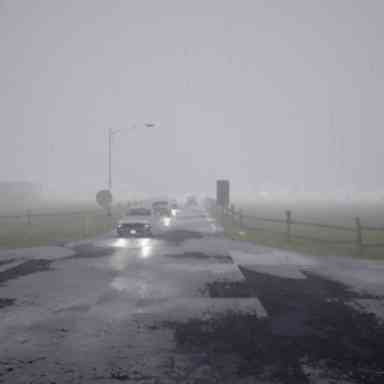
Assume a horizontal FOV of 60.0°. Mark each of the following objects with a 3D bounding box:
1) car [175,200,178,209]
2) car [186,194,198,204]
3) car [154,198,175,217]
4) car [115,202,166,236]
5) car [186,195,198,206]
[{"bbox_3d":[-2.828,1.535,43.768,1.994,1.385,4.181,0,0,0],"label":"car"},{"bbox_3d":[0.013,1.306,63.791,2.097,1.767,4.553,0,0,0],"label":"car"},{"bbox_3d":[-2.840,1.486,30.848,1.837,1.490,4.892,0,0,0],"label":"car"},{"bbox_3d":[-2.843,1.536,18.706,2.033,1.411,5.357,0,0,0],"label":"car"},{"bbox_3d":[0.011,1.511,53.402,2.033,1.411,5.357,0,0,0],"label":"car"}]
